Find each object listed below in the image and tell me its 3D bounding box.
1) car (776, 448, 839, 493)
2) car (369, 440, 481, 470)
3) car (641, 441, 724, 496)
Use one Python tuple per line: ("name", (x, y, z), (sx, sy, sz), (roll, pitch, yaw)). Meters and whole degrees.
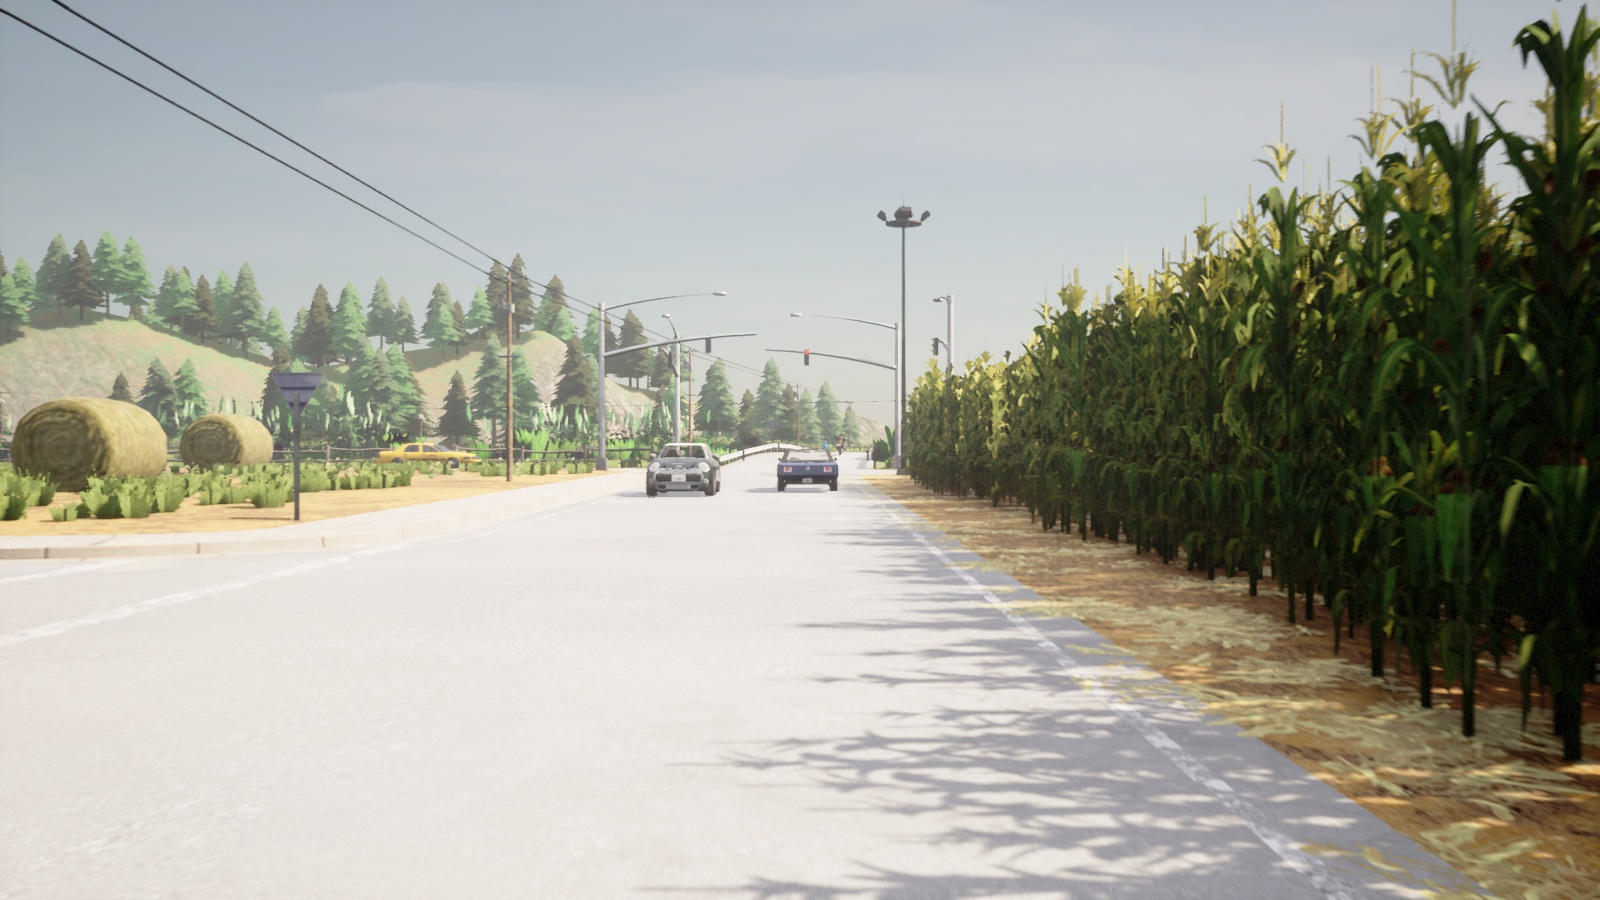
("car", (0.241, 0.611, 39.839), (1.895, 1.301, 4.718), (0, 0, 0))
("car", (-19.607, 0.245, 65.757), (5.366, 1.575, 1.801), (0, 0, 3))
("car", (-3.282, 0.498, 35.640), (1.970, 1.475, 3.806), (0, 0, 0))
